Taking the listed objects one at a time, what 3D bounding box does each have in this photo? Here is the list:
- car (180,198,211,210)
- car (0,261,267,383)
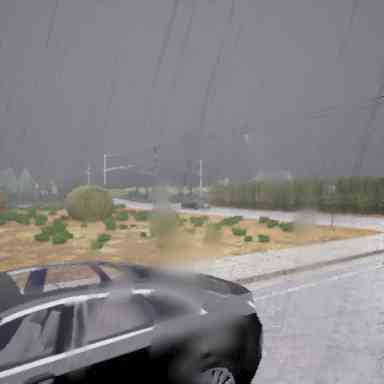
[{"bbox_3d":[0.381,1.529,41.894,2.128,1.511,4.902,0,0,-34],"label":"car"},{"bbox_3d":[-1.484,1.491,2.926,4.902,1.511,2.128,0,0,-35],"label":"car"}]
